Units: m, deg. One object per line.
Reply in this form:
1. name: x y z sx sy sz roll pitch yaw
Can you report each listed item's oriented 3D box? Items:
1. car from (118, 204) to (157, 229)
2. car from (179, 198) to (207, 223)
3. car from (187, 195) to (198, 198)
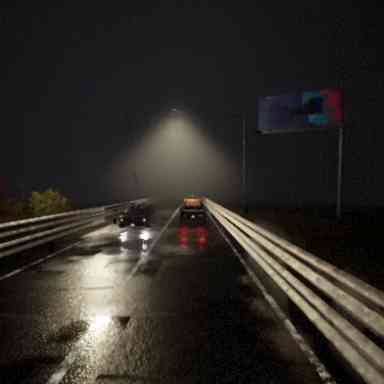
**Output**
1. car: -3.360 1.474 21.491 2.033 1.411 5.357 0 0 0
2. car: 0.077 1.408 24.130 2.128 1.511 4.902 0 0 0
3. car: 0.061 1.211 41.195 2.097 1.767 4.553 0 0 0
